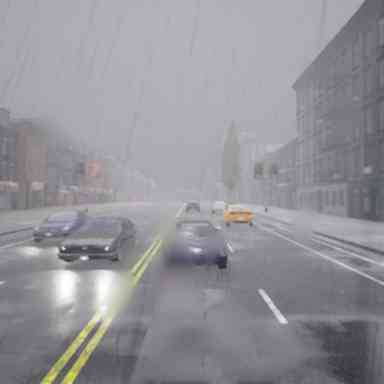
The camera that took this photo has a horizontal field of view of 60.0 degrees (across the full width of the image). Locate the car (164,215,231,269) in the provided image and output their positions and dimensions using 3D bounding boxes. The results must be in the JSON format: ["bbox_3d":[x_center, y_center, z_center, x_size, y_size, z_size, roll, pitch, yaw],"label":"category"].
[{"bbox_3d":[0.107,1.678,11.651,1.994,1.385,4.181,0,0,0],"label":"car"}]

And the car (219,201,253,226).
[{"bbox_3d":[3.364,1.693,25.248,1.882,1.535,5.008,0,-1,0],"label":"car"}]

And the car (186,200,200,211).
[{"bbox_3d":[0.125,1.853,46.178,1.837,1.490,4.892,0,0,0],"label":"car"}]

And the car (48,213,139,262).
[{"bbox_3d":[-3.287,1.669,12.836,2.033,1.411,5.357,0,-1,0],"label":"car"}]

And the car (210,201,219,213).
[{"bbox_3d":[3.372,1.837,41.352,1.812,1.442,4.674,0,0,0],"label":"car"}]

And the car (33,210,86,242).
[{"bbox_3d":[-6.491,1.680,17.392,1.812,1.442,4.674,0,0,0],"label":"car"}]
